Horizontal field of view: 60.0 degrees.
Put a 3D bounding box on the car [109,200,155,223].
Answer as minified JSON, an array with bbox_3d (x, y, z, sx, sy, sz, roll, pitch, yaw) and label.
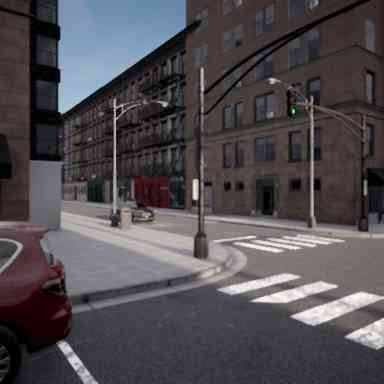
[{"bbox_3d":[-4.447,1.394,24.224,1.837,1.490,4.892,0,0,-36],"label":"car"}]

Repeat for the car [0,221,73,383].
[{"bbox_3d":[-3.855,1.317,3.438,5.009,1.841,2.192,0,0,-36],"label":"car"}]

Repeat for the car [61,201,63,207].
[{"bbox_3d":[-18.591,1.380,44.083,1.895,1.301,4.718,0,0,-35],"label":"car"}]
